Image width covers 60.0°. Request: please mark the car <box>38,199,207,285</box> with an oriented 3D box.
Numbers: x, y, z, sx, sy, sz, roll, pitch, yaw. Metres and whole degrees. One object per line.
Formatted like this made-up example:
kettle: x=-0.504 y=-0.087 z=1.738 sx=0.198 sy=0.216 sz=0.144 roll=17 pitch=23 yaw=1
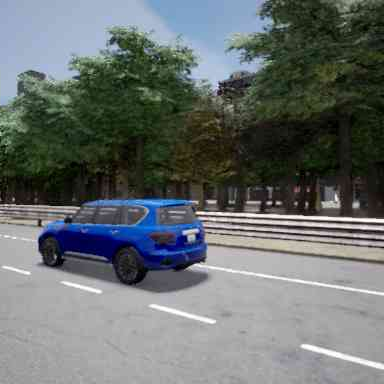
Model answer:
car: x=-2.200 y=1.231 z=9.740 sx=5.566 sy=2.045 sz=2.150 roll=0 pitch=0 yaw=36
